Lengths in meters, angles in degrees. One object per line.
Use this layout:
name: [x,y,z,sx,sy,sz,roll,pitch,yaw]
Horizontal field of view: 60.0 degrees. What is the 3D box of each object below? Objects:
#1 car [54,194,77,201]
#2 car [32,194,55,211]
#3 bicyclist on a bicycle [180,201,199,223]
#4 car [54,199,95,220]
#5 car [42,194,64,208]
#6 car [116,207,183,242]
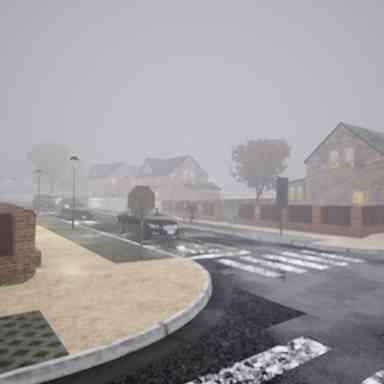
car: [-15.756,1.476,42.552,2.097,1.767,4.553,2,-1,-33]
car: [-18.594,1.278,41.711,2.150,2.045,5.566,2,-1,-33]
bicyclist on a bicycle: [-0.181,1.453,24.120,1.656,1.620,0.582,1,-1,-33]
car: [-9.873,1.575,28.241,2.033,1.411,5.357,2,-1,-33]
car: [-21.416,1.354,51.138,2.150,2.045,5.566,2,-1,-33]
car: [-2.245,1.486,16.565,2.128,1.511,4.902,2,-1,-33]
